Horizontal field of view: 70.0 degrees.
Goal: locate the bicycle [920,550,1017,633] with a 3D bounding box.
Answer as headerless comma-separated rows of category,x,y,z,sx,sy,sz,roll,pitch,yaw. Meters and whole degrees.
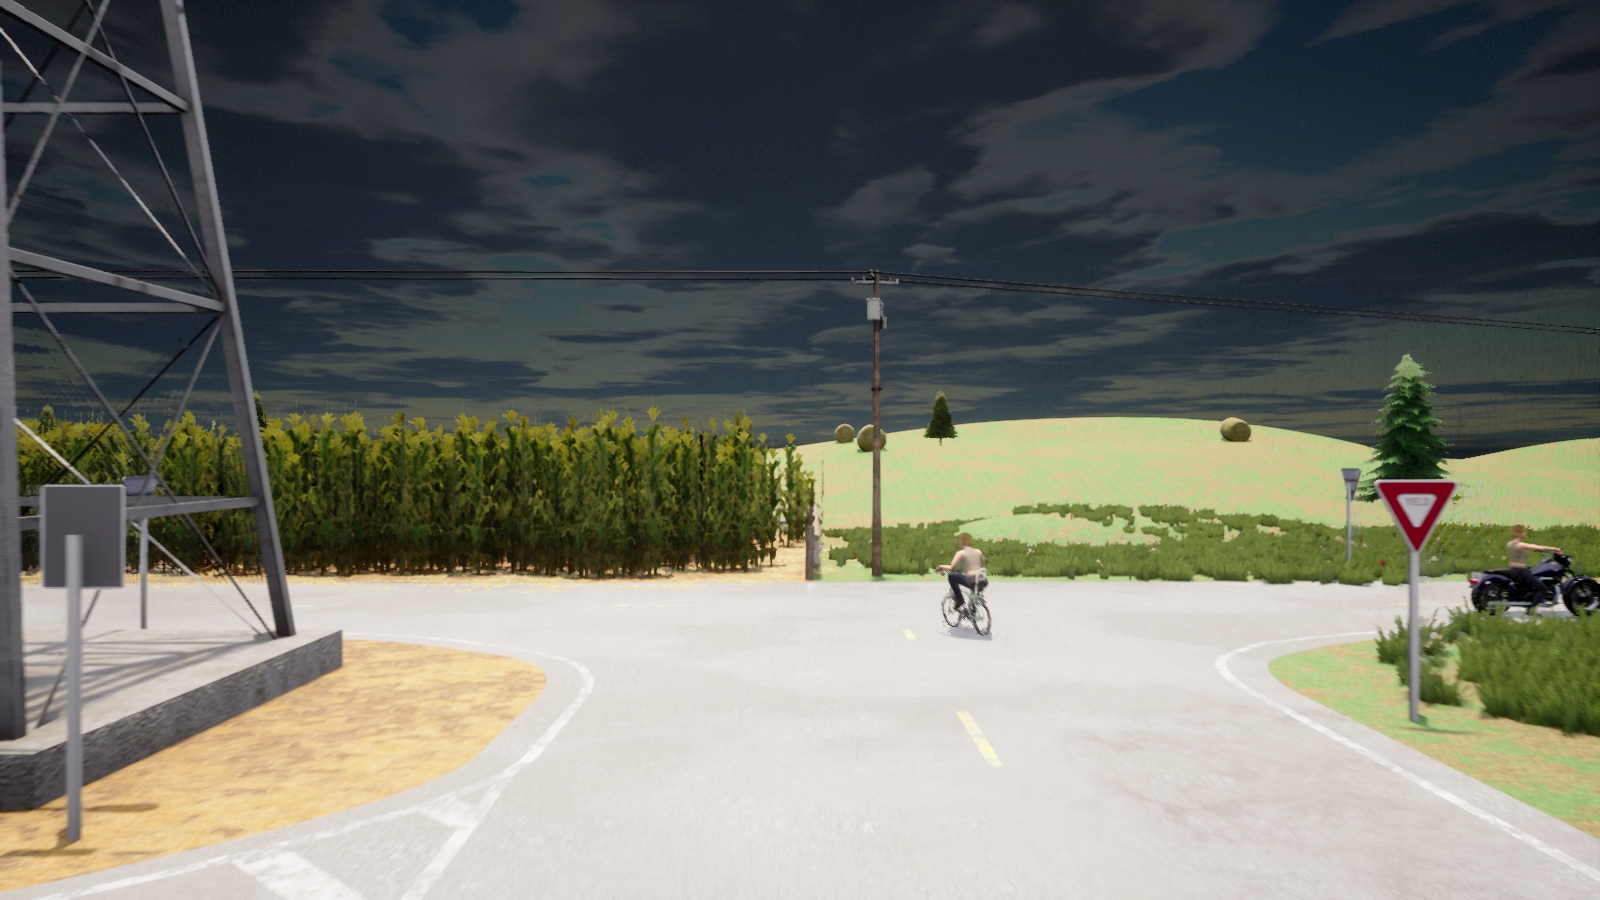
bicycle,2.673,2.226,18.256,0.859,1.080,1.487,-3,1,-21
